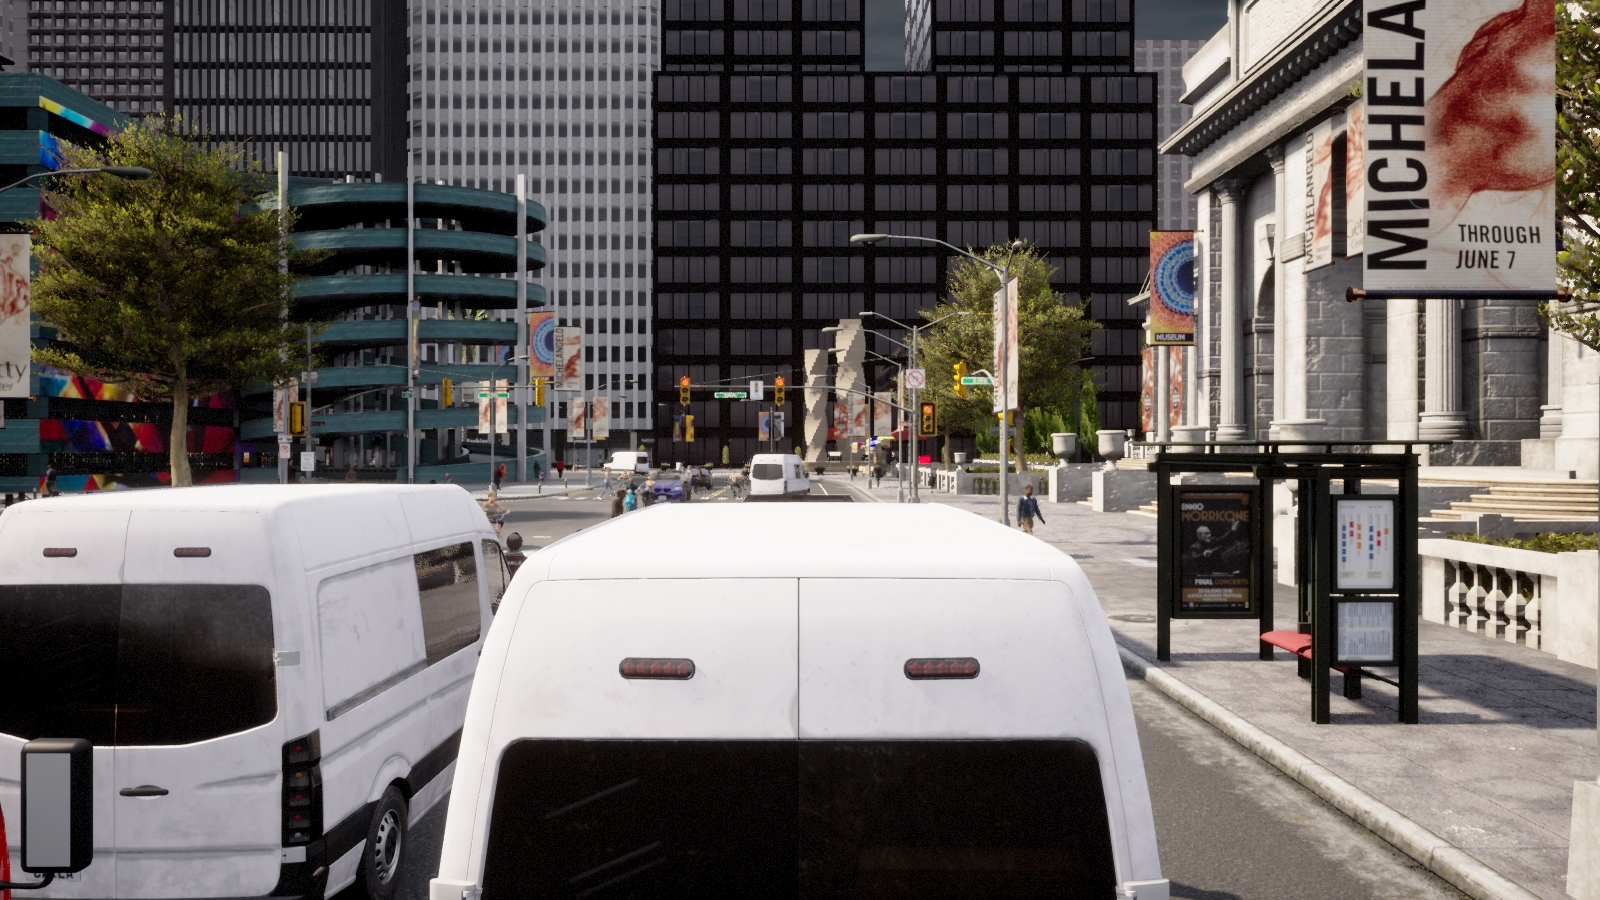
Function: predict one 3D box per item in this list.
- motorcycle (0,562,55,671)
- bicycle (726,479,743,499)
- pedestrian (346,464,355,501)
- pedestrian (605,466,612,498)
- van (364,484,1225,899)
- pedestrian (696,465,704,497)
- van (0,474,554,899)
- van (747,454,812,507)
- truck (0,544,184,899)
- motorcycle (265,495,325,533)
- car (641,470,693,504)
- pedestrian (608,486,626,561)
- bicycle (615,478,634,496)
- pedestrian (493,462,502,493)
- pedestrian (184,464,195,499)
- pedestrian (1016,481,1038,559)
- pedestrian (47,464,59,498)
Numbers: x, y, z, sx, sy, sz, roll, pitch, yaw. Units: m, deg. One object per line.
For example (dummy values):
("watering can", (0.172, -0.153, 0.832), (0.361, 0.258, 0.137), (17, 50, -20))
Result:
("motorcycle", (-10.526, 2.164, 14.367), (0.764, 1.277, 2.356), (0, 0, 1))
("bicycle", (-3.731, 2.231, 65.530), (0.859, 1.080, 1.487), (0, 1, 1))
("pedestrian", (-23.233, 1.675, 59.049), (0.375, 1.860, 0.375), (0, 0, -10))
("pedestrian", (-10.971, 1.824, 65.373), (0.375, 1.860, 0.375), (0, 0, -6))
("van", (-0.014, 1.532, 5.596), (1.988, 2.561, 5.915), (0, 0, 0))
("pedestrian", (-5.840, 1.823, 66.920), (0.375, 1.860, 0.375), (0, 0, 8))
("van", (-3.517, 1.531, 8.781), (1.988, 2.561, 5.915), (0, 0, 0))
("van", (-0.995, 1.512, 59.160), (1.988, 2.561, 5.915), (1, 0, 13))
("truck", (-3.506, 1.567, 1.456), (2.627, 2.467, 5.204), (0, 0, 0))
("motorcycle", (-17.266, 2.167, 39.077), (1.805, 1.236, 0.856), (0, -1, -29))
("car", (-7.065, 1.945, 60.913), (2.242, 1.667, 4.611), (0, 0, 0))
("pedestrian", (-4.587, 1.838, 28.627), (0.375, 1.860, 0.375), (0, 0, 0))
("bicycle", (-10.634, 2.230, 69.337), (0.859, 1.080, 1.487), (0, 0, 2))
("pedestrian", (-18.330, 1.671, 69.146), (0.375, 1.860, 0.375), (0, 0, 17))
("pedestrian", (-32.771, 1.673, 61.295), (0.375, 1.860, 0.375), (0, 0, 6))
("pedestrian", (5.484, 1.686, 27.625), (0.375, 1.860, 0.375), (0, 0, -27))
("pedestrian", (-40.691, 1.673, 62.217), (0.375, 1.860, 0.375), (0, 0, 6))
